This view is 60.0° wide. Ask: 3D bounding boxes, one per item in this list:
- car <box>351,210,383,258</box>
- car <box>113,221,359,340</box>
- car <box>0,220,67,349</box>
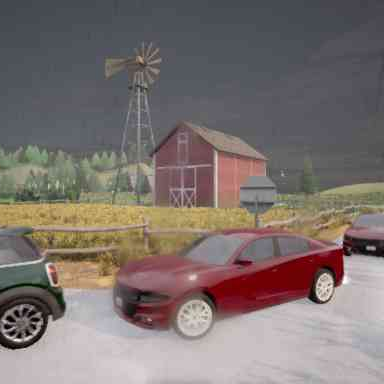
[{"bbox_3d":[7.015,1.478,12.400,1.882,1.535,5.008,0,0,35],"label":"car"},{"bbox_3d":[0.942,1.478,6.660,5.008,1.535,1.882,0,0,-32],"label":"car"},{"bbox_3d":[-4.329,1.351,4.864,4.553,1.767,2.097,0,0,-29],"label":"car"}]
